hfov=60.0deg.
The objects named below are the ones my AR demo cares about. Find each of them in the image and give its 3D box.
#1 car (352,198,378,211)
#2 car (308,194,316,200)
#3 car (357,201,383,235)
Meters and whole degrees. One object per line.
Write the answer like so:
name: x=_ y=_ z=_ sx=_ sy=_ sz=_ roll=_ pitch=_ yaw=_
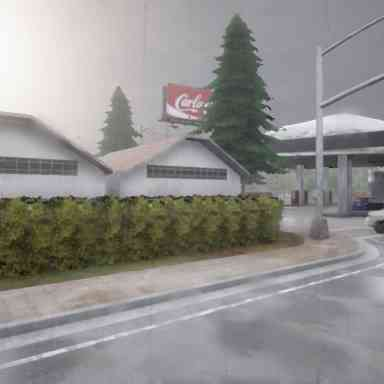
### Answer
car: x=20.837 y=1.480 z=39.398 sx=4.611 sy=1.667 sz=2.242 roll=0 pitch=0 yaw=-36
car: x=31.827 y=1.329 z=88.908 sx=2.152 sy=1.636 sz=5.027 roll=0 pitch=0 yaw=-36
car: x=10.649 y=1.381 z=15.568 sx=1.812 sy=1.442 sz=4.674 roll=0 pitch=1 yaw=-36
